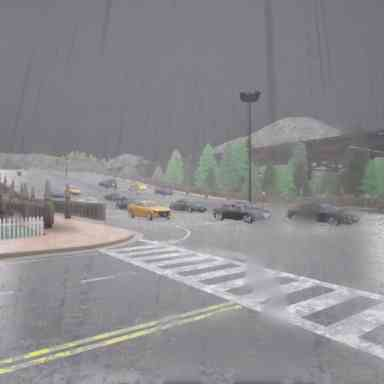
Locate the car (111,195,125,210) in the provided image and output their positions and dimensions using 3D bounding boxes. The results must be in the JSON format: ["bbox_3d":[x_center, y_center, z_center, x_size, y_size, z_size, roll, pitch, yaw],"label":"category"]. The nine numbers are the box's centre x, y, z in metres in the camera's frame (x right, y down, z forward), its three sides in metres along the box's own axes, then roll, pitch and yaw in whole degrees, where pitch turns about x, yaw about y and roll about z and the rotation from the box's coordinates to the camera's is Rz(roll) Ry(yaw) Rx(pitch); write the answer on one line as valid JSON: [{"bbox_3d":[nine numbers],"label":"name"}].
[{"bbox_3d":[-6.859,1.465,37.981,2.033,1.411,5.357,0,1,-37],"label":"car"}]

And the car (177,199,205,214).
[{"bbox_3d":[-0.454,1.498,35.335,1.837,1.490,4.892,0,0,-37],"label":"car"}]

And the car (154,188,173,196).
[{"bbox_3d":[-5.686,-0.126,65.843,2.128,1.511,4.902,0,7,-37],"label":"car"}]

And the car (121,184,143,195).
[{"bbox_3d":[-11.528,-0.064,61.964,1.895,1.301,4.718,0,7,-37],"label":"car"}]

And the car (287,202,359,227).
[{"bbox_3d":[8.903,1.507,23.013,1.837,1.490,4.892,0,-1,-37],"label":"car"}]

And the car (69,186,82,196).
[{"bbox_3d":[-19.906,-0.163,55.409,1.882,1.535,5.008,0,6,-36],"label":"car"}]

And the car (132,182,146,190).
[{"bbox_3d":[-11.950,-1.425,74.018,1.882,1.535,5.008,0,7,-37],"label":"car"}]

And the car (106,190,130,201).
[{"bbox_3d":[-11.661,0.862,50.171,1.895,1.301,4.718,0,4,-37],"label":"car"}]

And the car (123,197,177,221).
[{"bbox_3d":[-3.632,1.474,27.939,1.882,1.535,5.008,0,0,-37],"label":"car"}]

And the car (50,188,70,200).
[{"bbox_3d":[-20.633,0.223,50.508,1.882,1.535,5.008,0,6,-37],"label":"car"}]

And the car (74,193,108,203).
[{"bbox_3d":[-11.964,1.311,38.961,1.812,1.442,4.674,0,3,-38],"label":"car"}]

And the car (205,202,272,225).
[{"bbox_3d":[3.560,1.492,24.261,2.128,1.511,4.902,0,0,-37],"label":"car"}]

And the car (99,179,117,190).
[{"bbox_3d":[-17.648,-1.706,69.989,2.150,2.045,5.566,0,7,-37],"label":"car"}]
